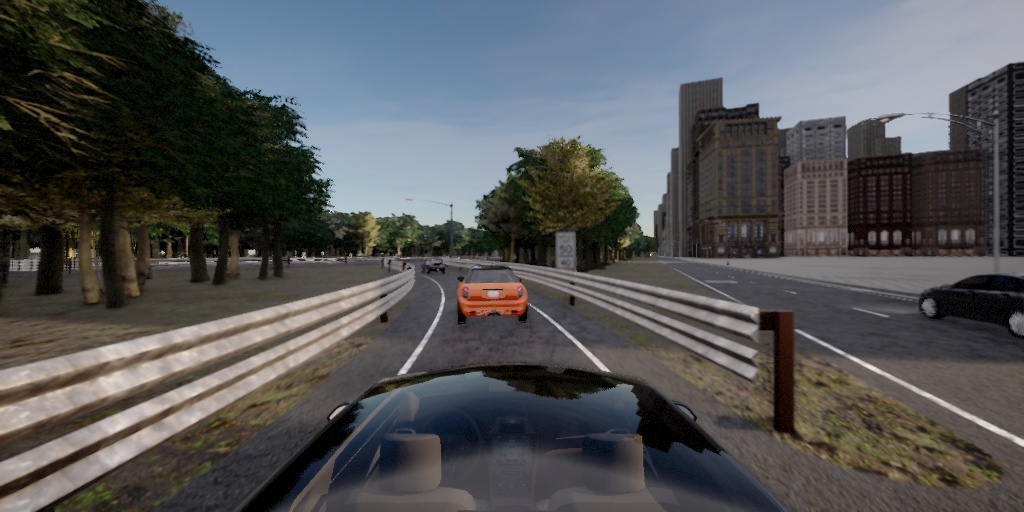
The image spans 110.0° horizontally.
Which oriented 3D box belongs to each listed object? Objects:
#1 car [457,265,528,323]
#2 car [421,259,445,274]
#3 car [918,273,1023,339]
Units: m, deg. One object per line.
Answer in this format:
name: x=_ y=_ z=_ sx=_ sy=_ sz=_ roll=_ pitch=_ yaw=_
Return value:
car: x=-0.781 y=1.083 z=12.284 sx=2.097 sy=1.767 sz=4.553 roll=0 pitch=0 yaw=-7
car: x=-8.548 y=1.097 z=38.685 sx=1.837 sy=1.490 sz=4.892 roll=0 pitch=1 yaw=-25
car: x=13.118 y=1.181 z=9.292 sx=1.837 sy=1.490 sz=4.892 roll=0 pitch=0 yaw=21
